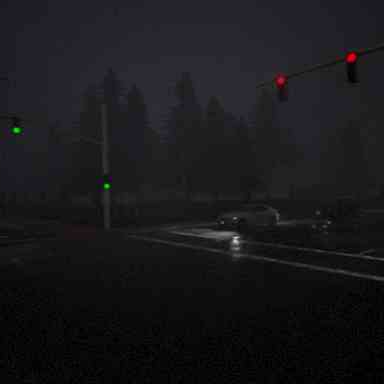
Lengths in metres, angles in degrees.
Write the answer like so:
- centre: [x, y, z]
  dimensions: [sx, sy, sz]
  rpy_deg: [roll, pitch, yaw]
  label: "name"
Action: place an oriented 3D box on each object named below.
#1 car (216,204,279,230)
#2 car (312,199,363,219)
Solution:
- centre: [3.601, 1.493, 21.042]
  dimensions: [4.674, 1.442, 1.812]
  rpy_deg: [-1, 0, -39]
  label: "car"
- centre: [11.726, 1.317, 26.769]
  dimensions: [4.902, 1.511, 2.128]
  rpy_deg: [-1, 0, -32]
  label: "car"
